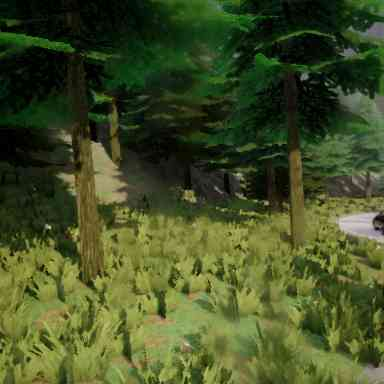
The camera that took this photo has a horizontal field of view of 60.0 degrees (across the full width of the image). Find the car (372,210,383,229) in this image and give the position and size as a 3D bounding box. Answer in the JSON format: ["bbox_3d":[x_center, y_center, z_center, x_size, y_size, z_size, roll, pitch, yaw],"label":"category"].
[{"bbox_3d":[11.862,1.701,19.278,1.994,1.385,4.181,-4,-2,17],"label":"car"}]
